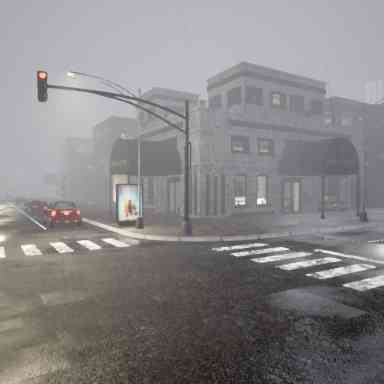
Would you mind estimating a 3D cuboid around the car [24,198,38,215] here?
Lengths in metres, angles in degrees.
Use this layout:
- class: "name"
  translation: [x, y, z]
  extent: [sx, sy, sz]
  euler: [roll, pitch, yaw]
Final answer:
- class: "car"
  translation: [-14.285, 1.385, 31.151]
  extent: [1.802, 1.307, 4.206]
  euler: [-1, 1, -31]

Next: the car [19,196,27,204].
- class: "car"
  translation: [-17.213, 1.331, 36.038]
  extent: [2.008, 1.369, 4.403]
  euler: [-1, 1, -31]

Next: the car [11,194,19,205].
- class: "car"
  translation: [-25.996, 1.269, 50.698]
  extent: [2.008, 1.369, 4.403]
  euler: [-1, 1, -31]

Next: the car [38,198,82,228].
- class: "car"
  translation: [-8.431, 1.289, 21.376]
  extent: [1.967, 1.590, 4.097]
  euler: [-1, 1, -31]
